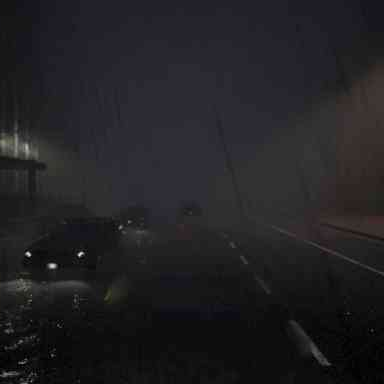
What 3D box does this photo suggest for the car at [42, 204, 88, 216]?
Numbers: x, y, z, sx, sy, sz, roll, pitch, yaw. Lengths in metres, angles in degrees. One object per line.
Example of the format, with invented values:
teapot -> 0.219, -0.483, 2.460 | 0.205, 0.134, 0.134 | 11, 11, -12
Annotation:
car -> -7.154, 1.476, 19.176 | 1.882, 1.535, 5.008 | 0, 0, 0

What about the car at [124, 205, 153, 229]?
car -> -3.660, 1.558, 21.406 | 1.994, 1.385, 4.181 | 0, 0, 0

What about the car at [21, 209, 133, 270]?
car -> -3.635, 1.546, 11.332 | 2.033, 1.411, 5.357 | 0, 0, 0

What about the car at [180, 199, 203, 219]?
car -> -0.047, 1.512, 29.330 | 1.812, 1.442, 4.674 | 0, 0, 1

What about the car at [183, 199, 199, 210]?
car -> -0.122, 1.581, 42.877 | 1.895, 1.301, 4.718 | 0, 0, 0
